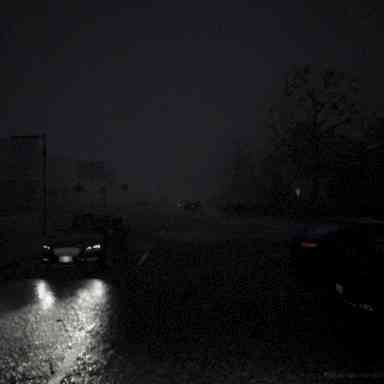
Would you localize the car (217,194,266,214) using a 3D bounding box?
[{"bbox_3d":[5.109,1.322,33.626,4.553,1.767,2.185,0,0,0],"label":"car"}]

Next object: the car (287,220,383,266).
[{"bbox_3d":[5.079,1.511,9.290,4.674,1.452,2.002,0,0,0],"label":"car"}]

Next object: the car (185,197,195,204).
[{"bbox_3d":[-0.373,1.954,73.001,2.128,1.511,4.902,0,-2,-1],"label":"car"}]

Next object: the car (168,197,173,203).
[{"bbox_3d":[-7.482,1.579,70.277,5.566,2.045,2.435,0,-1,-1],"label":"car"}]

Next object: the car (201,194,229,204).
[{"bbox_3d":[4.751,1.541,68.765,5.566,2.045,2.435,0,-2,-1],"label":"car"}]

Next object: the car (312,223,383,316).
[{"bbox_3d":[5.078,1.475,6.014,4.892,1.521,2.231,0,0,0],"label":"car"}]

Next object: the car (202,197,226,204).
[{"bbox_3d":[4.735,1.871,71.550,4.892,1.521,2.231,0,-2,-1],"label":"car"}]

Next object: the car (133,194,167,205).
[{"bbox_3d":[-7.579,1.573,58.126,5.366,1.575,1.946,0,-1,-1],"label":"car"}]

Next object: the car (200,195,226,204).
[{"bbox_3d":[4.677,1.696,74.225,5.566,2.045,2.435,0,-2,-1],"label":"car"}]

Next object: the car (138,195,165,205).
[{"bbox_3d":[-7.389,1.497,61.047,4.553,1.767,2.185,0,-1,-1],"label":"car"}]

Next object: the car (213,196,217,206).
[{"bbox_3d":[5.035,1.487,36.796,4.674,1.452,2.002,0,0,0],"label":"car"}]

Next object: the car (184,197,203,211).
[{"bbox_3d":[0.041,1.441,39.456,1.882,1.535,5.008,0,0,0],"label":"car"}]

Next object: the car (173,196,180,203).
[{"bbox_3d":[-3.636,1.687,73.969,1.882,1.535,5.008,0,-2,-1],"label":"car"}]

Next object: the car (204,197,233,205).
[{"bbox_3d":[5.016,1.662,63.045,5.366,1.575,1.946,0,-1,-1],"label":"car"}]

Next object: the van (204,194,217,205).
[{"bbox_3d":[4.762,1.344,57.592,4.442,1.987,1.878,0,-1,-1],"label":"van"}]

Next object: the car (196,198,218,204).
[{"bbox_3d":[3.811,2.360,85.405,5.357,1.411,2.033,2,-3,-31],"label":"car"}]

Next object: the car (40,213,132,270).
[{"bbox_3d":[-3.268,1.482,11.092,2.128,1.511,4.902,0,0,0],"label":"car"}]
